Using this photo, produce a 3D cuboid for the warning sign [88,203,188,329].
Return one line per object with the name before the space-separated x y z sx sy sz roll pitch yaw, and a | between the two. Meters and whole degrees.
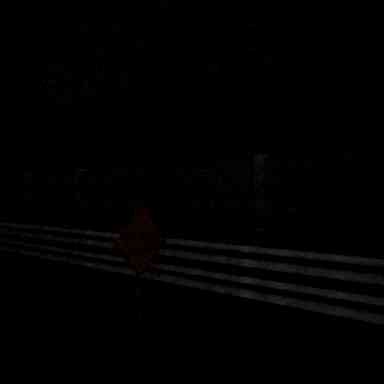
warning sign | -0.921 1.143 5.853 1.060 1.860 1.300 2 -1 36
